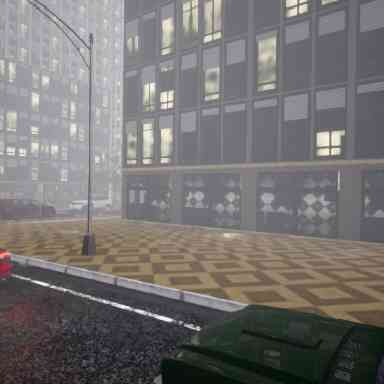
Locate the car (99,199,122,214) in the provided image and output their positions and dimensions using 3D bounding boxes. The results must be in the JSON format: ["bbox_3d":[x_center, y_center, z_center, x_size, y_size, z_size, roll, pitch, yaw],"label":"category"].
[{"bbox_3d":[-8.100,1.830,39.189,1.752,1.417,4.829,1,0,36],"label":"car"}]

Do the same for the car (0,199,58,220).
[{"bbox_3d":[-14.875,1.519,29.960,2.192,1.841,5.009,1,0,36],"label":"car"}]

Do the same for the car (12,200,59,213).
[{"bbox_3d":[-18.395,1.643,39.327,1.752,1.417,4.829,1,0,36],"label":"car"}]

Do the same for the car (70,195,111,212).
[{"bbox_3d":[-12.764,1.432,42.591,2.150,2.045,5.566,1,0,37],"label":"car"}]

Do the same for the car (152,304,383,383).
[{"bbox_3d":[1.983,1.601,2.272,4.718,1.301,1.895,0,0,35],"label":"car"}]

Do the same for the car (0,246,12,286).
[{"bbox_3d":[-6.128,1.521,8.018,4.674,1.442,1.812,0,0,35],"label":"car"}]
